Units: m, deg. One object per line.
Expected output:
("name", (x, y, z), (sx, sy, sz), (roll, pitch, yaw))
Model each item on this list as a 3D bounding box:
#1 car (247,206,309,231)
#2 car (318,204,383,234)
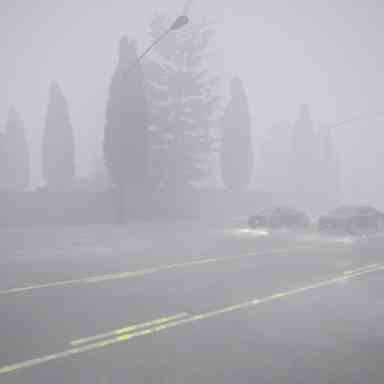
("car", (5.451, 1.579, 20.911), (4.181, 1.385, 1.994), (0, 0, -37))
("car", (9.328, 1.492, 19.427), (5.008, 1.535, 1.882), (0, 0, -38))
